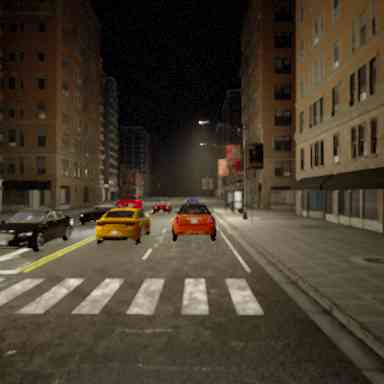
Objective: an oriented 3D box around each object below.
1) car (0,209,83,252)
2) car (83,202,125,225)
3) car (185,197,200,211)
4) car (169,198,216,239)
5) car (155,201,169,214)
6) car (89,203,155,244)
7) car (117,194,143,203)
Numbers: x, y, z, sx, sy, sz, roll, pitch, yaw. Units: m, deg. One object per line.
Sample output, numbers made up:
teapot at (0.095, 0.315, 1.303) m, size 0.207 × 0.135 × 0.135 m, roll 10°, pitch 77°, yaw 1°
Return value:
car at (-6.596, 1.509, 14.066) m, size 2.128 × 1.511 × 4.902 m, roll 0°, pitch 0°, yaw 0°
car at (-6.574, 1.632, 24.262) m, size 1.895 × 1.301 × 4.718 m, roll 0°, pitch 0°, yaw 1°
car at (0.098, 1.537, 43.621) m, size 1.882 × 1.535 × 5.008 m, roll 0°, pitch 0°, yaw 0°
car at (0.098, 1.375, 17.496) m, size 2.097 × 1.767 × 4.553 m, roll 0°, pitch 0°, yaw 0°
car at (-3.151, 1.649, 36.430) m, size 1.895 × 1.301 × 4.718 m, roll 0°, pitch 0°, yaw 0°
car at (-3.151, 1.497, 15.994) m, size 1.882 × 1.535 × 5.008 m, roll 0°, pitch 0°, yaw 0°
car at (-6.501, 1.267, 34.859) m, size 2.150 × 2.045 × 5.566 m, roll 0°, pitch 0°, yaw 0°
